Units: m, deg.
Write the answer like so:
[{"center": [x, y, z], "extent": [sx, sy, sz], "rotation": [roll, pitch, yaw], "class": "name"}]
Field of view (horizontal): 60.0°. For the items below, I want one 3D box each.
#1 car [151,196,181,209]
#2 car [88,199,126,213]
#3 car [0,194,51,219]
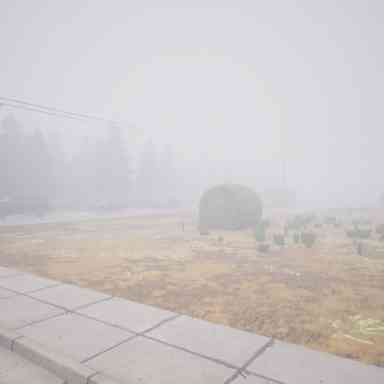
[{"center": [-3.586, 1.379, 45.829], "extent": [2.097, 1.767, 4.553], "rotation": [0, 0, 37], "class": "car"}, {"center": [-9.552, 1.552, 37.751], "extent": [1.812, 1.442, 4.674], "rotation": [0, 0, 37], "class": "car"}, {"center": [-15.500, 1.248, 29.703], "extent": [2.150, 2.045, 5.566], "rotation": [0, 0, 36], "class": "car"}]
